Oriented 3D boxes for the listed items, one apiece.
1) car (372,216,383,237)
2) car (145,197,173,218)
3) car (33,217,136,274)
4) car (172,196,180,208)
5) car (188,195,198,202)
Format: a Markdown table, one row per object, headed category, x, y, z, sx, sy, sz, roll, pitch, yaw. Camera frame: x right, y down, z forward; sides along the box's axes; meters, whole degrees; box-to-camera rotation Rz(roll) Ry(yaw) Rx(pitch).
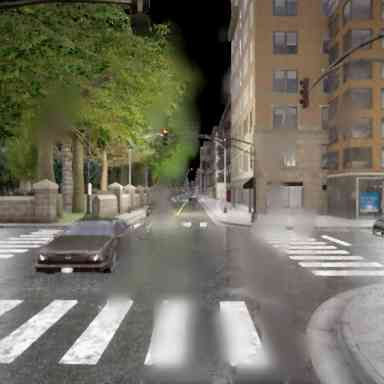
| category | x | y | z | sx | sy | sz | roll | pitch | yaw |
| --- | --- | --- | --- | --- | --- | --- | --- | --- | --- |
| car | 11.004 | 1.360 | 15.548 | 4.553 | 1.767 | 2.097 | 0 | 0 | 0 |
| car | -3.031 | 1.473 | 30.203 | 1.837 | 1.490 | 4.892 | 0 | 0 | 0 |
| car | -3.077 | 1.542 | 10.864 | 2.033 | 1.411 | 5.357 | 0 | 0 | 0 |
| car | -2.990 | 1.441 | 45.575 | 1.837 | 1.490 | 4.892 | 0 | 0 | 0 |
| car | 0.205 | 1.399 | 70.737 | 1.812 | 1.442 | 4.674 | 0 | 0 | 0 |
